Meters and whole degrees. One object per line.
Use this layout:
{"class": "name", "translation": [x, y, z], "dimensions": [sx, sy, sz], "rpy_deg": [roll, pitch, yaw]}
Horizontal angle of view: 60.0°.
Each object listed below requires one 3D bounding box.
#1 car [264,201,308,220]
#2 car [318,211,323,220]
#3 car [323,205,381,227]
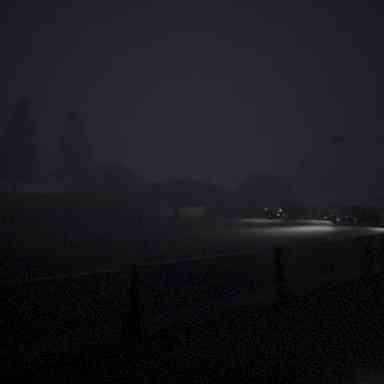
{"class": "car", "translation": [8.988, 1.689, 31.876], "dimensions": [4.553, 1.767, 2.097], "rpy_deg": [1, -1, -35]}
{"class": "car", "translation": [14.083, 1.956, 31.184], "dimensions": [5.357, 1.411, 2.033], "rpy_deg": [1, -1, -35]}
{"class": "car", "translation": [12.814, 1.823, 26.009], "dimensions": [4.902, 1.511, 2.128], "rpy_deg": [1, -1, -35]}
